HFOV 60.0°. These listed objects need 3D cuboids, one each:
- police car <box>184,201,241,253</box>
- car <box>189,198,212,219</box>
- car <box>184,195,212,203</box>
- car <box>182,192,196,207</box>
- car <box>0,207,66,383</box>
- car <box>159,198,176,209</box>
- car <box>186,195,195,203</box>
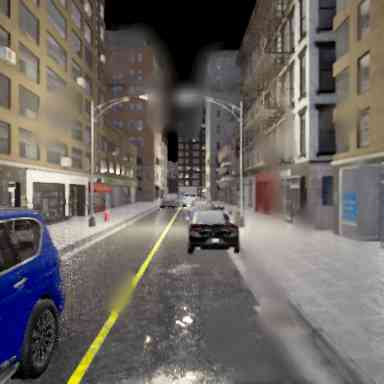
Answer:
[{"bbox_3d":[0.758,1.387,13.596,1.930,1.638,5.238,0,0,0],"label":"police car"},{"bbox_3d":[0.678,1.392,29.486,1.882,1.535,5.008,0,0,0],"label":"car"},{"bbox_3d":[0.708,1.283,23.456,2.097,1.767,4.553,0,0,0],"label":"car"},{"bbox_3d":[-0.240,1.081,48.336,2.150,2.045,5.566,0,0,0],"label":"car"},{"bbox_3d":[-2.862,1.215,2.549,2.150,2.045,5.566,0,0,0],"label":"car"},{"bbox_3d":[-3.056,1.422,42.689,2.033,1.411,5.357,0,0,0],"label":"car"},{"bbox_3d":[-0.332,1.344,66.080,1.812,1.442,4.674,0,0,0],"label":"car"}]
